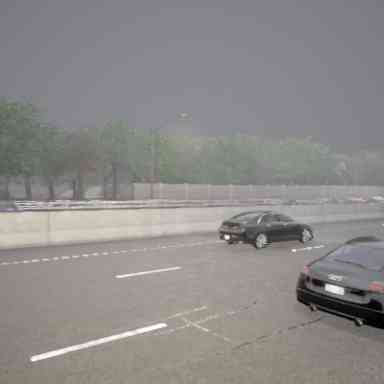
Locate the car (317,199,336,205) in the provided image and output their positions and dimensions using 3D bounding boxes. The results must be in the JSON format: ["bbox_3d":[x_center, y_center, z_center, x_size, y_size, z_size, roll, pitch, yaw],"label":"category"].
[{"bbox_3d":[19.999,1.800,48.082,4.892,1.490,1.837,1,-1,-35],"label":"car"}]

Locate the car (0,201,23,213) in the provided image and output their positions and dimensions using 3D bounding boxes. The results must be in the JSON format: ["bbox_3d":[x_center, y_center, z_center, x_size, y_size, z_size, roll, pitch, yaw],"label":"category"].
[{"bbox_3d":[-12.917,1.362,20.570,4.553,1.767,2.097,0,0,-35],"label":"car"}]

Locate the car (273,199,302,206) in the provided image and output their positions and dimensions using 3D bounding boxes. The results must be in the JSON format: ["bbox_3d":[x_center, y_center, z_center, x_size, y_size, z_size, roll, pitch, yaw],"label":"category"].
[{"bbox_3d":[13.755,1.777,47.987,4.892,1.490,1.837,1,-1,-35],"label":"car"}]

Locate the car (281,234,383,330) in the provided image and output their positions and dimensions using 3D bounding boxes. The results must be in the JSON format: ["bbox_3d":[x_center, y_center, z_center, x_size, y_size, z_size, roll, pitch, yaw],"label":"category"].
[{"bbox_3d":[4.023,1.614,6.733,4.181,1.385,1.994,0,0,-35],"label":"car"}]

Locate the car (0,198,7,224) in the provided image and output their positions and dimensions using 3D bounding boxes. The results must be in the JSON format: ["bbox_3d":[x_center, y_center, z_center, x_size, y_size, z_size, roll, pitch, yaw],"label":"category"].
[{"bbox_3d":[-15.537,1.357,23.000,4.553,1.767,2.097,0,0,-35],"label":"car"}]

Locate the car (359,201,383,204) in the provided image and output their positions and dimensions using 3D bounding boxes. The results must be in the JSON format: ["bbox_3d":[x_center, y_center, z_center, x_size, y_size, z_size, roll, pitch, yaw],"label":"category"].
[{"bbox_3d":[23.601,1.856,42.066,4.181,1.385,1.994,0,0,-35],"label":"car"}]

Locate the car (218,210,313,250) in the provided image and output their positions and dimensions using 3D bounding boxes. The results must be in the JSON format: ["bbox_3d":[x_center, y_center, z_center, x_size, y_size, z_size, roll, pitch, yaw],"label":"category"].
[{"bbox_3d":[3.386,1.583,14.744,4.892,1.490,1.837,1,0,-35],"label":"car"}]

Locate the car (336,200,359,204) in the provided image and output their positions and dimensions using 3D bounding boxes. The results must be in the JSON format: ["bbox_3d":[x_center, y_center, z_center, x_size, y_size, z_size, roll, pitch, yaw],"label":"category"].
[{"bbox_3d":[22.214,1.894,45.364,4.718,1.301,1.895,0,0,-35],"label":"car"}]
